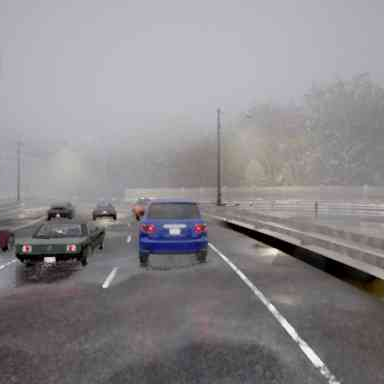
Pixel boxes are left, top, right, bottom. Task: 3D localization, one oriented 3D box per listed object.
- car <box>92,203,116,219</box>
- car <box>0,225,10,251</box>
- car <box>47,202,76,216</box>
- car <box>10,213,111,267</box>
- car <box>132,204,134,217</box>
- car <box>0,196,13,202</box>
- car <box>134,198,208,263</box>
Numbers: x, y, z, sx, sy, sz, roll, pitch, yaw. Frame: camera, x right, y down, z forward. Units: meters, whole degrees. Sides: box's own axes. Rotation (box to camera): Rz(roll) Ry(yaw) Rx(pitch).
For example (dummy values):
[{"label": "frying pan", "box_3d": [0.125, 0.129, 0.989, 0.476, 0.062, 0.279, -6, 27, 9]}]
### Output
[{"label": "car", "box_3d": [-7.725, 1.629, 29.314, 1.994, 1.385, 4.181, 0, 0, -16]}, {"label": "car", "box_3d": [-7.753, 1.569, 11.259, 1.812, 1.442, 4.674, 0, 0, -7]}, {"label": "car", "box_3d": [-11.026, 1.582, 28.201, 1.837, 1.490, 4.892, 0, 0, -15]}, {"label": "car", "box_3d": [-4.246, 1.632, 11.612, 1.895, 1.301, 4.718, 0, 0, -6]}, {"label": "car", "box_3d": [-4.015, 1.403, 29.003, 2.097, 1.767, 4.553, 0, 0, -15]}, {"label": "car", "box_3d": [-47.022, 1.663, 82.507, 4.674, 1.442, 1.812, 0, 0, 37]}, {"label": "car", "box_3d": [-0.775, 1.238, 12.199, 2.150, 2.045, 5.566, 0, 0, -6]}]
